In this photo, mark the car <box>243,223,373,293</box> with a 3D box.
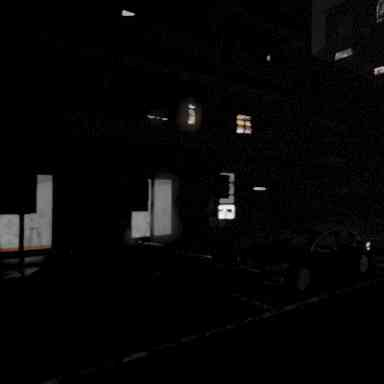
[{"bbox_3d":[3.069,1.539,8.737,4.403,1.369,2.008,0,1,-35],"label":"car"}]

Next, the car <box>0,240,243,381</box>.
[{"bbox_3d":[-1.465,1.563,5.502,4.313,1.339,1.947,0,1,-35],"label":"car"}]
